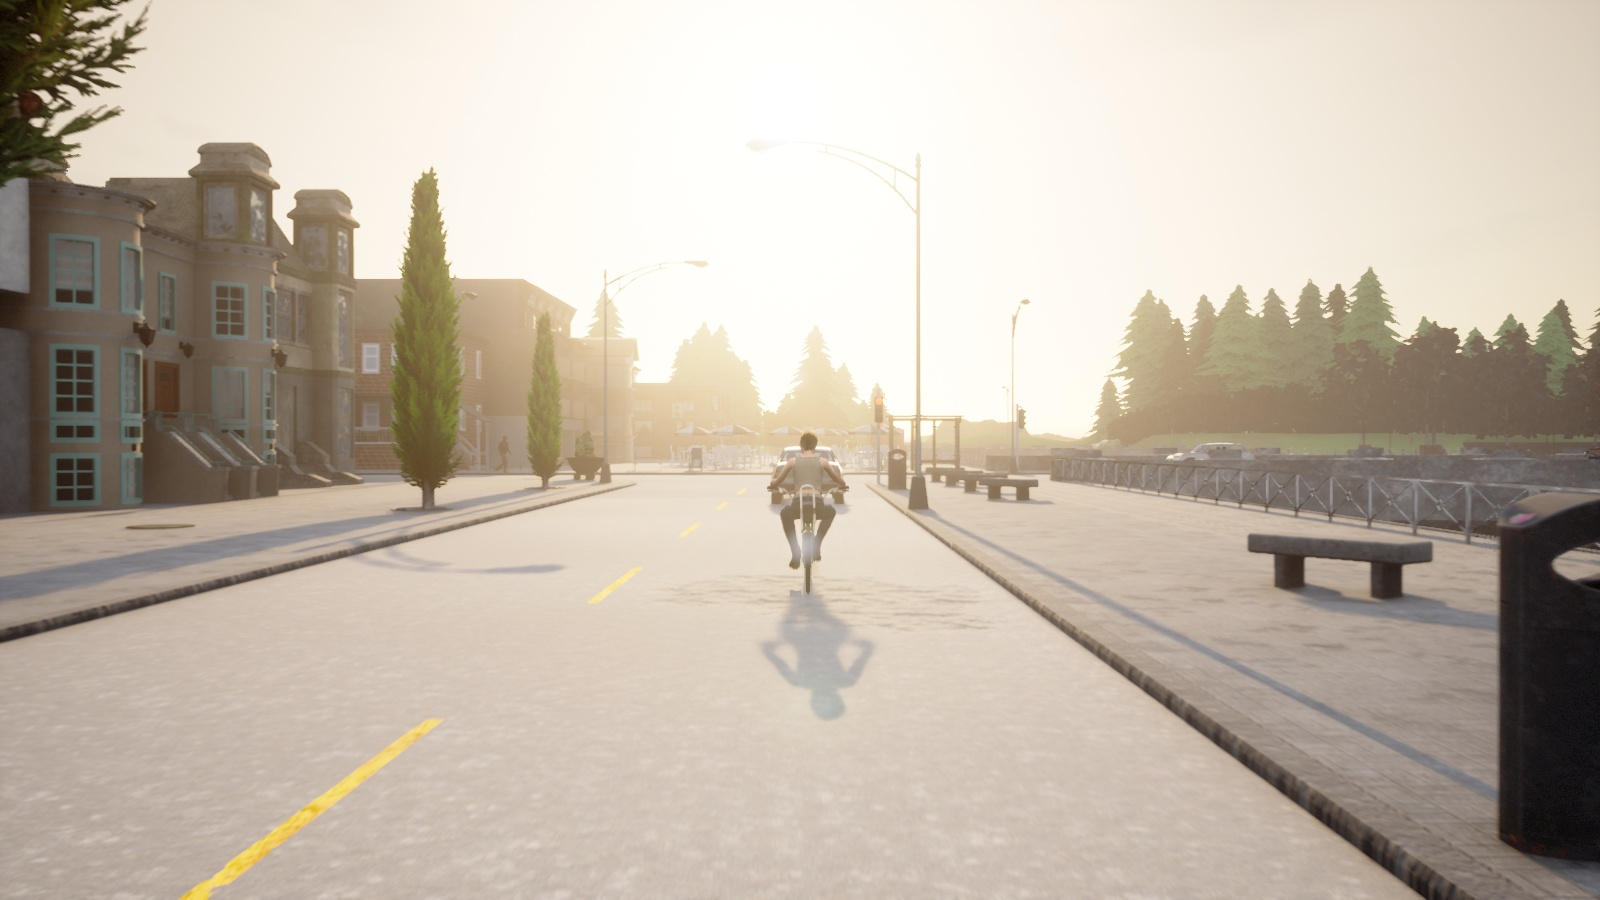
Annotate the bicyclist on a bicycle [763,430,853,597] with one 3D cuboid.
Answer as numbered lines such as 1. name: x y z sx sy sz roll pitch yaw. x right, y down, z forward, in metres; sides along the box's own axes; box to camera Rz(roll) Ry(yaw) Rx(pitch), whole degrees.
1. bicyclist on a bicycle: 0.083 0.610 12.918 0.866 1.612 1.509 0 0 1

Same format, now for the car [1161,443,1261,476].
1. car: 18.385 0.410 56.276 3.806 1.475 1.970 0 0 0

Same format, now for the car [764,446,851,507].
1. car: 0.193 0.613 32.064 2.033 1.411 5.357 0 0 0

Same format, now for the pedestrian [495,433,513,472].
1. pedestrian: -13.883 0.113 58.879 0.703 1.840 0.431 0 0 20
